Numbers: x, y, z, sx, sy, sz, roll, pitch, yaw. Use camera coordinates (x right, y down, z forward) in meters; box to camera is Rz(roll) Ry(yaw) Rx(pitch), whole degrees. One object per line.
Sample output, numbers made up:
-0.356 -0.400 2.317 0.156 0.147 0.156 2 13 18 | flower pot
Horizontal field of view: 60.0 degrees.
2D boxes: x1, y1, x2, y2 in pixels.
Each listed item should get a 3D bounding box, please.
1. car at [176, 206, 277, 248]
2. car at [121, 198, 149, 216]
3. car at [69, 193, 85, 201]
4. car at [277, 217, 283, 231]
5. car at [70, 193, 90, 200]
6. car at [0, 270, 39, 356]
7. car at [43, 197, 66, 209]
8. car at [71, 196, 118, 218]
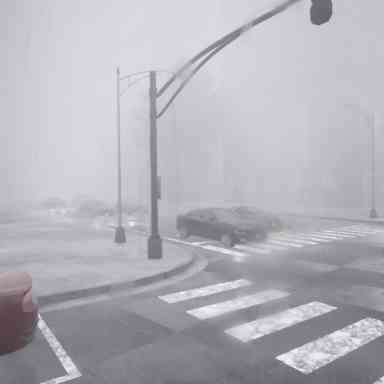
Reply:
1.193 1.460 15.273 1.882 1.535 5.008 -1 1 -36 | car
-5.676 1.326 30.491 1.812 1.442 4.674 -1 1 -35 | car
-22.843 0.923 66.041 1.812 1.442 4.674 -1 1 -36 | car
2.982 1.483 18.591 1.994 1.385 4.181 -1 1 -38 | car
-13.375 1.046 41.298 2.097 1.767 4.553 -1 1 -35 | car
-4.179 1.545 3.677 4.507 1.381 1.887 0 -1 -36 | car
-16.749 1.295 40.436 1.994 1.385 4.181 -1 1 -35 | car
-8.358 1.395 28.656 2.033 1.411 5.357 -1 1 -36 | car
